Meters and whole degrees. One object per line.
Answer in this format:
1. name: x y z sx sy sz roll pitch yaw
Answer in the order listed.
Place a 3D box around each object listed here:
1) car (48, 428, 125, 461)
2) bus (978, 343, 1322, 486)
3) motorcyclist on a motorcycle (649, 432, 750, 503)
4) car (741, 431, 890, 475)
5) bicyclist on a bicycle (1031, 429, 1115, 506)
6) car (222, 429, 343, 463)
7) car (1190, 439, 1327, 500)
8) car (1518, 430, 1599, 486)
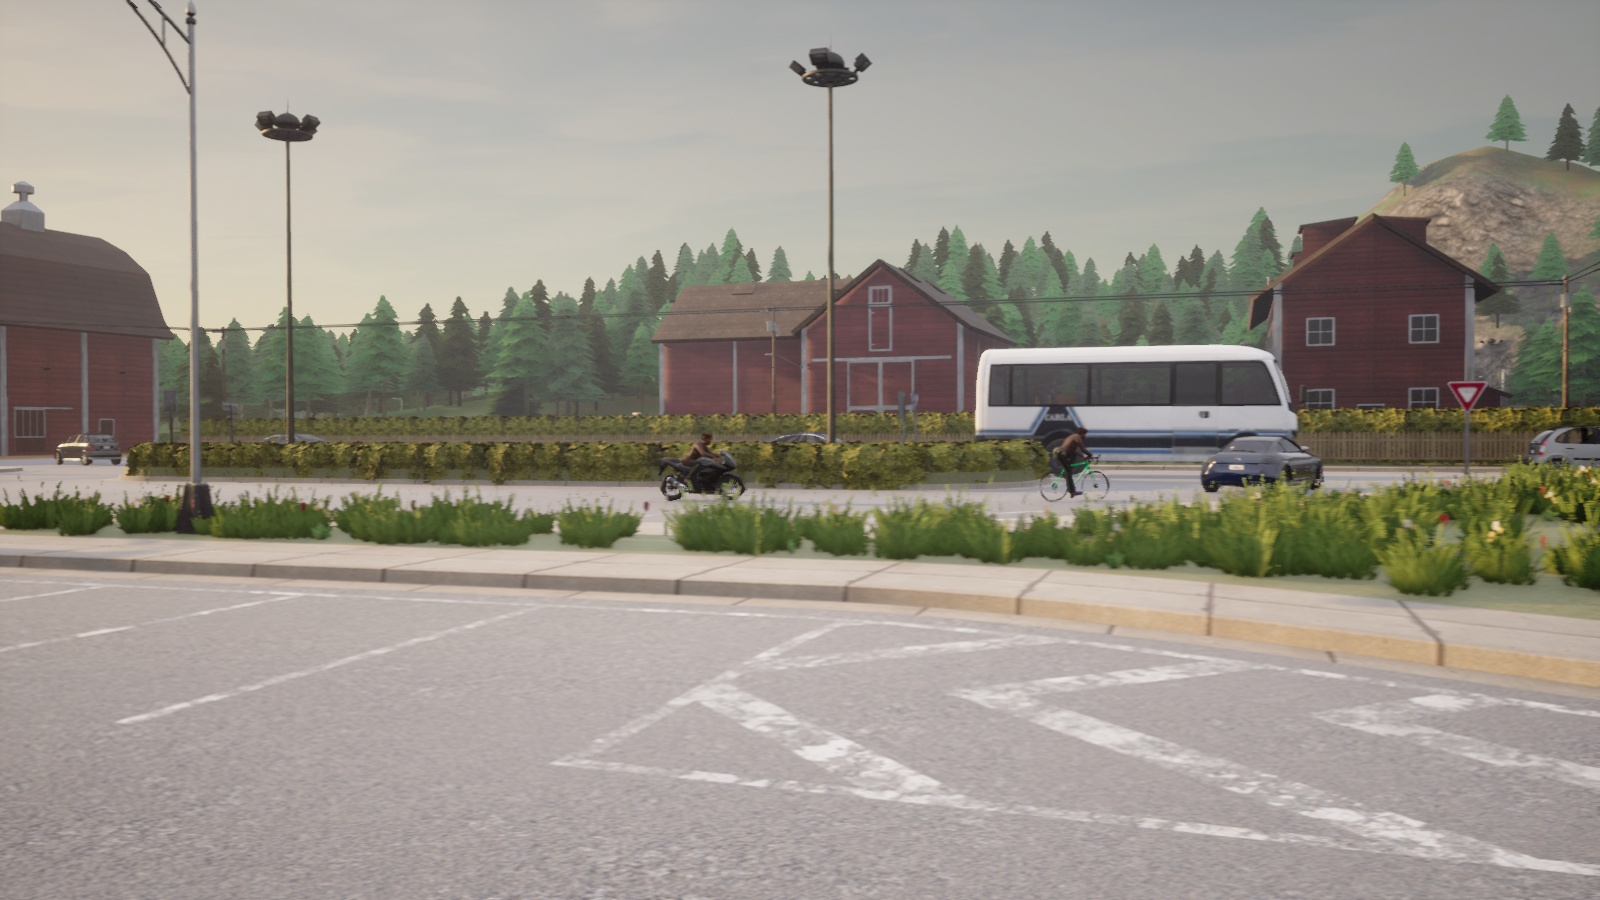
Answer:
1. car: -35.044 -0.298 61.684 3.705 1.549 1.789 1 1 34
2. bus: 11.333 -1.164 41.034 10.273 4.253 3.944 1 1 19
3. motorcyclist on a motorcycle: -2.196 0.365 27.526 2.044 1.523 0.797 0 1 19
4. car: 0.563 0.072 44.827 4.902 1.511 2.128 0 1 19
5. bicyclist on a bicycle: 5.871 0.370 27.061 1.656 1.620 0.582 1 1 -13
6. car: -23.460 -0.202 56.952 4.902 1.511 2.128 1 1 19
7. car: 11.481 0.433 31.261 1.994 1.385 4.181 1 1 38
8. car: 23.510 0.220 36.801 3.988 1.617 1.851 1 1 18
